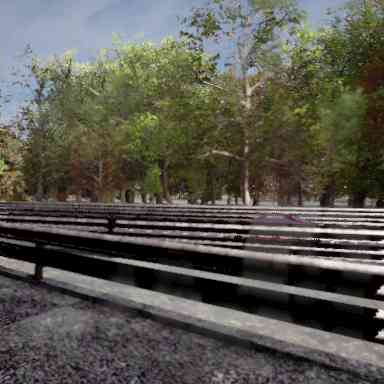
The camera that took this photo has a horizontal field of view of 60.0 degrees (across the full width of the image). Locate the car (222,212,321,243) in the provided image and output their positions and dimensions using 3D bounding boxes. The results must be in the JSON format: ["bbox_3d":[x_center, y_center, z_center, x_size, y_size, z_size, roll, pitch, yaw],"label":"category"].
[{"bbox_3d":[3.464,1.601,14.624,4.181,1.385,1.994,0,0,22],"label":"car"}]
